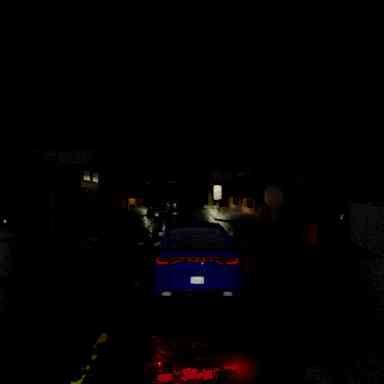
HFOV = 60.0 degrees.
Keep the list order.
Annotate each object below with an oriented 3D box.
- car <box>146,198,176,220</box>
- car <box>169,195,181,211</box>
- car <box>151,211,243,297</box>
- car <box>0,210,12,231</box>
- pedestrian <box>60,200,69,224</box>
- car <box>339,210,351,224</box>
[{"bbox_3d":[-2.814,1.580,28.971,2.128,1.511,4.902,0,0,0],"label":"car"},{"bbox_3d":[-2.801,1.516,41.062,2.097,1.767,4.553,0,0,0],"label":"car"},{"bbox_3d":[0.105,1.492,8.652,1.882,1.535,5.008,0,0,0],"label":"car"},{"bbox_3d":[-13.528,1.375,19.273,5.566,2.045,2.150,-1,-2,1],"label":"car"},{"bbox_3d":[-9.641,1.453,25.094,0.375,1.860,0.375,0,-1,1],"label":"pedestrian"},{"bbox_3d":[12.277,1.413,21.863,4.902,1.511,2.128,-1,-2,1],"label":"car"}]
